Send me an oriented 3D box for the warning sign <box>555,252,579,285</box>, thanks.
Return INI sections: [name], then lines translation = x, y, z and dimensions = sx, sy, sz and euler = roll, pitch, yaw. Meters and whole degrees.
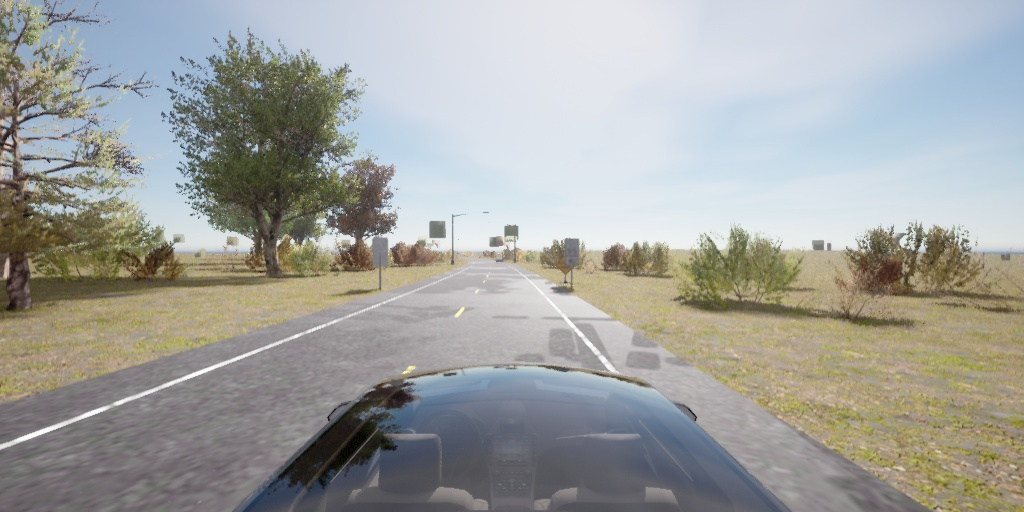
[warning sign]
translation = 3.317, 0.822, 22.305
dimensions = 1.300, 1.860, 1.060
euler = 0, 0, -1
